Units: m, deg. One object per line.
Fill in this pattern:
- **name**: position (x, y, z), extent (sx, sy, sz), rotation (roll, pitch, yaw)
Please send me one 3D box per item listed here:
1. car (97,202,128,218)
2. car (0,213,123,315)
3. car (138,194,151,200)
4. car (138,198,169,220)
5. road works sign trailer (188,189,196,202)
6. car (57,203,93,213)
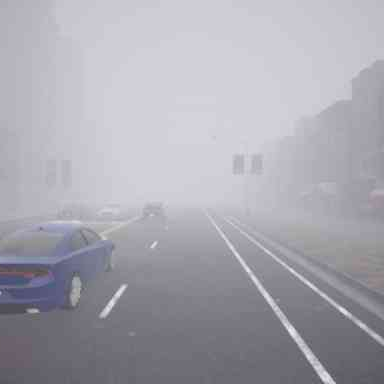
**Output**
- **car**: position (-6.583, 1.592, 28.073), extent (1.812, 1.442, 4.674), rotation (0, 0, 0)
- **car**: position (-3.158, 1.492, 7.785), extent (1.882, 1.535, 5.008), rotation (0, 0, 0)
- **car**: position (-9.741, 1.474, 68.680), extent (2.150, 2.045, 5.566), rotation (0, 0, 0)
- **car**: position (-3.149, 1.573, 28.531), extent (1.837, 1.490, 4.892), rotation (0, 0, 0)
- **road works sign trailer**: position (0.013, 0.910, 93.891), extent (2.380, 3.560, 2.880), rotation (0, 0, 0)
- **car**: position (-9.843, 1.630, 28.194), extent (1.994, 1.385, 4.181), rotation (0, 0, 0)
